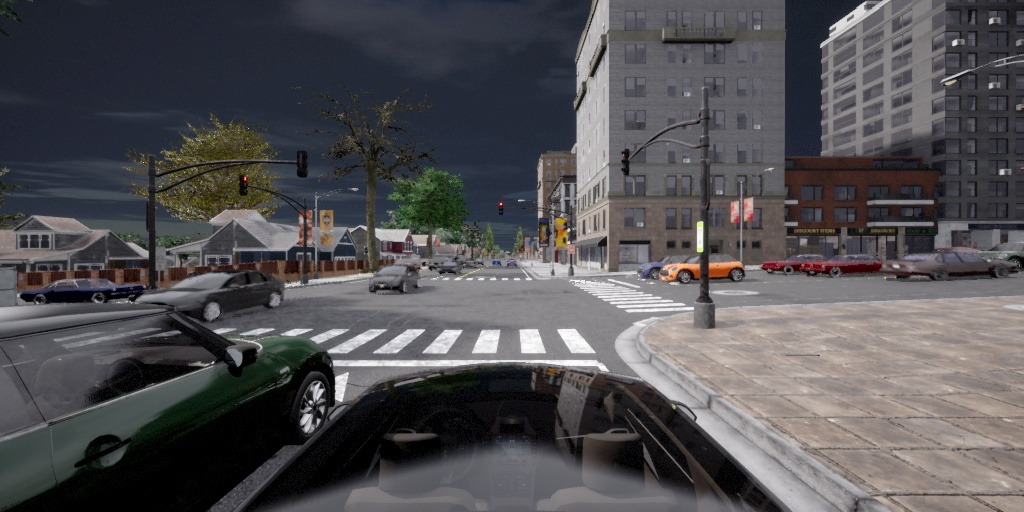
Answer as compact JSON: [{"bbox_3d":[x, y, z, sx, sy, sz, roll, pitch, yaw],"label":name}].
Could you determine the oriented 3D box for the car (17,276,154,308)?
[{"bbox_3d":[-21.634,1.807,18.325,4.718,1.301,1.895,-2,0,0],"label":"car"}]

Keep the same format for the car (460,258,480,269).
[{"bbox_3d":[-6.654,1.371,56.723,1.994,1.385,4.181,0,0,0],"label":"car"}]

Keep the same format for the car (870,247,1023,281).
[{"bbox_3d":[22.073,0.475,18.268,5.357,1.411,2.033,-2,0,0],"label":"car"}]

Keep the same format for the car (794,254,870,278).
[{"bbox_3d":[20.339,0.584,21.712,4.718,1.301,1.895,-2,0,0],"label":"car"}]

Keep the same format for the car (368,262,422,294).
[{"bbox_3d":[-6.618,1.271,20.665,1.837,1.490,4.892,0,0,0],"label":"car"}]

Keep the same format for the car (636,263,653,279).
[{"bbox_3d":[11.102,0.679,24.998,4.553,1.767,2.097,-2,0,2],"label":"car"}]

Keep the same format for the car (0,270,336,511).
[{"bbox_3d":[-3.151,1.102,2.446,2.097,1.767,4.553,0,0,0],"label":"car"}]

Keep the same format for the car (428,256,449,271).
[{"bbox_3d":[-9.906,1.009,49.379,2.150,2.045,5.566,0,0,0],"label":"car"}]

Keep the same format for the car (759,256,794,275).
[{"bbox_3d":[20.099,0.583,24.961,4.718,1.301,1.895,-2,0,0],"label":"car"}]

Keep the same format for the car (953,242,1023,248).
[{"bbox_3d":[30.494,-0.046,21.745,4.553,1.767,2.097,-2,0,0],"label":"car"}]

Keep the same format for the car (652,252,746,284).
[{"bbox_3d":[11.355,0.680,21.678,4.553,1.767,2.097,-2,0,0],"label":"car"}]

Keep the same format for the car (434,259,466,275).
[{"bbox_3d":[-6.641,1.317,38.968,2.033,1.411,5.357,0,0,0],"label":"car"}]

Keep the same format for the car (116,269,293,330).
[{"bbox_3d":[-9.866,1.261,12.200,1.837,1.490,4.892,0,0,0],"label":"car"}]
